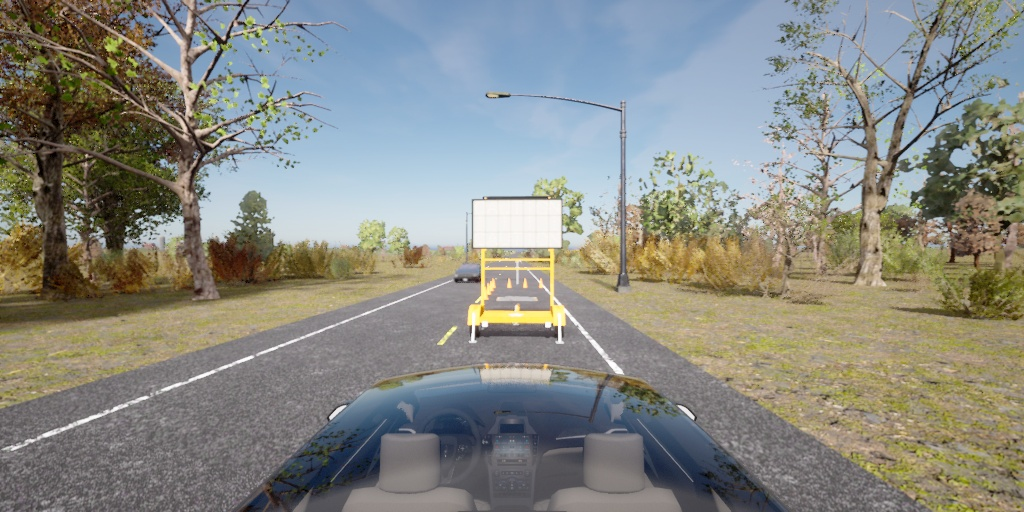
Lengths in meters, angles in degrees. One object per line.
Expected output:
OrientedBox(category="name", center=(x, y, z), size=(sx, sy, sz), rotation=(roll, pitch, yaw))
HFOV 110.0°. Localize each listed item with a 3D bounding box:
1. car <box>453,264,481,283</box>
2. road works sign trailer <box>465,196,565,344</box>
OrientedBox(category="car", center=(-3.231, 1.293, 27.712), size=(2.033, 1.411, 5.357), rotation=(0, 0, 1))
OrientedBox(category="road works sign trailer", center=(0.148, 0.213, 9.626), size=(2.380, 3.560, 2.880), rotation=(0, 0, 2))
